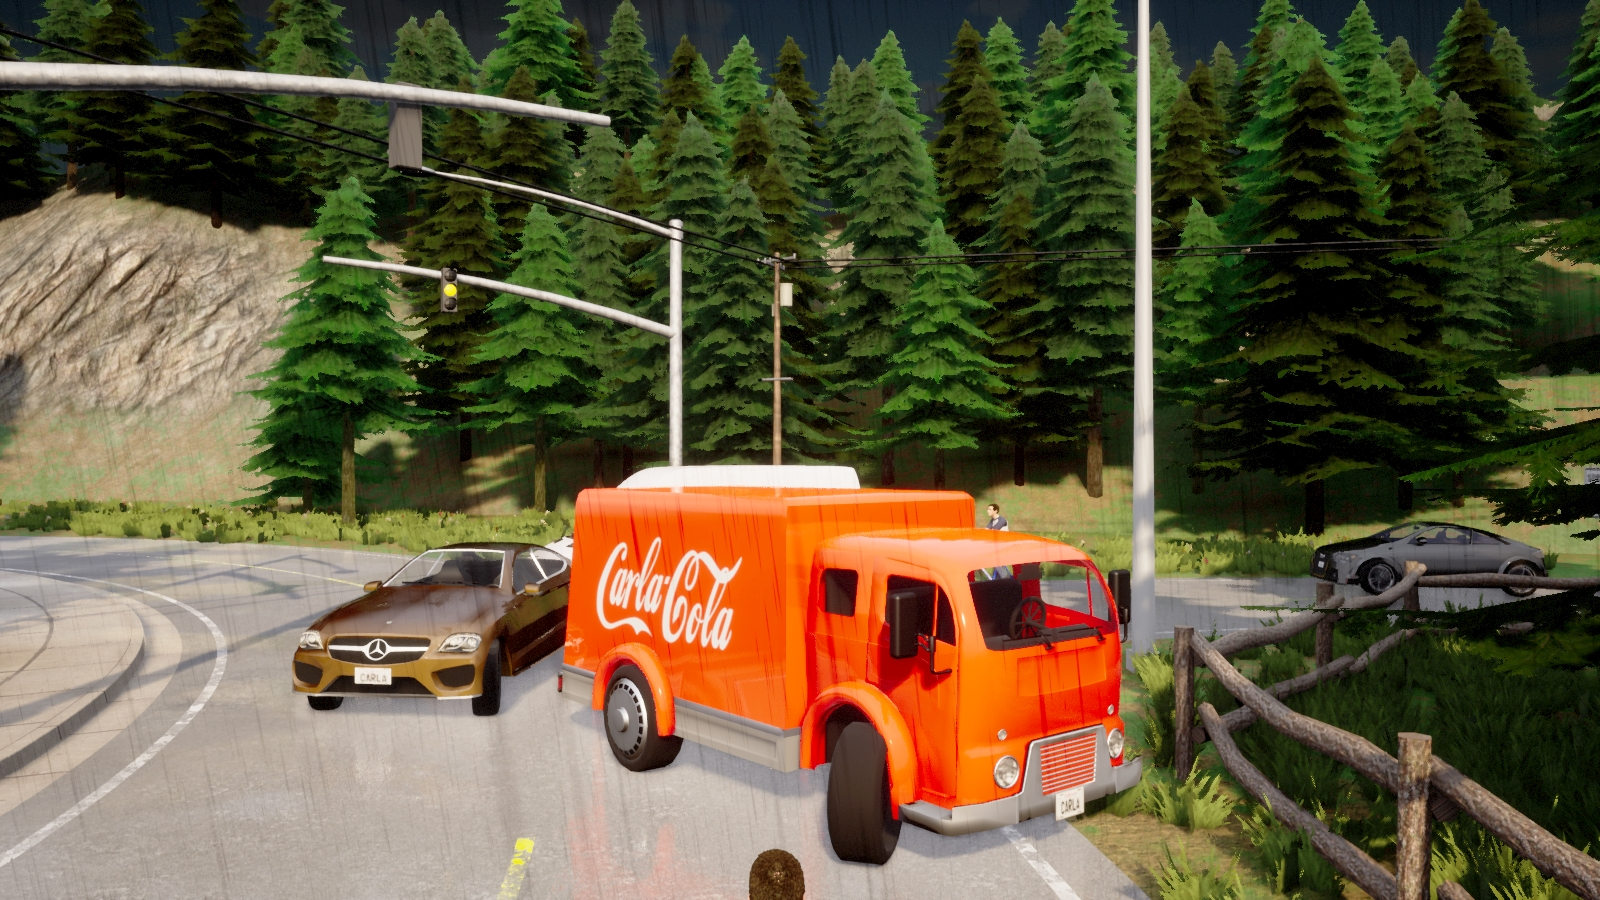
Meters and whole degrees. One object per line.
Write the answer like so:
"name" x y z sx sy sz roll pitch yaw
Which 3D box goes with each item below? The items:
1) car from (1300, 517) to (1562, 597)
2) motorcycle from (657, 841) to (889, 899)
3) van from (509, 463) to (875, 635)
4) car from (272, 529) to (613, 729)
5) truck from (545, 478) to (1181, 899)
"car" 12.589 2.119 23.051 4.181 1.385 1.994 0 0 6
"motorcycle" -0.074 2.159 3.526 0.803 1.199 2.033 0 0 -2
"van" -1.776 1.528 19.549 5.915 2.561 1.988 0 0 -27
"car" -4.038 1.970 14.038 2.152 1.651 5.027 0 0 6
"truck" 0.202 1.542 9.769 2.627 2.467 5.204 0 0 -39
